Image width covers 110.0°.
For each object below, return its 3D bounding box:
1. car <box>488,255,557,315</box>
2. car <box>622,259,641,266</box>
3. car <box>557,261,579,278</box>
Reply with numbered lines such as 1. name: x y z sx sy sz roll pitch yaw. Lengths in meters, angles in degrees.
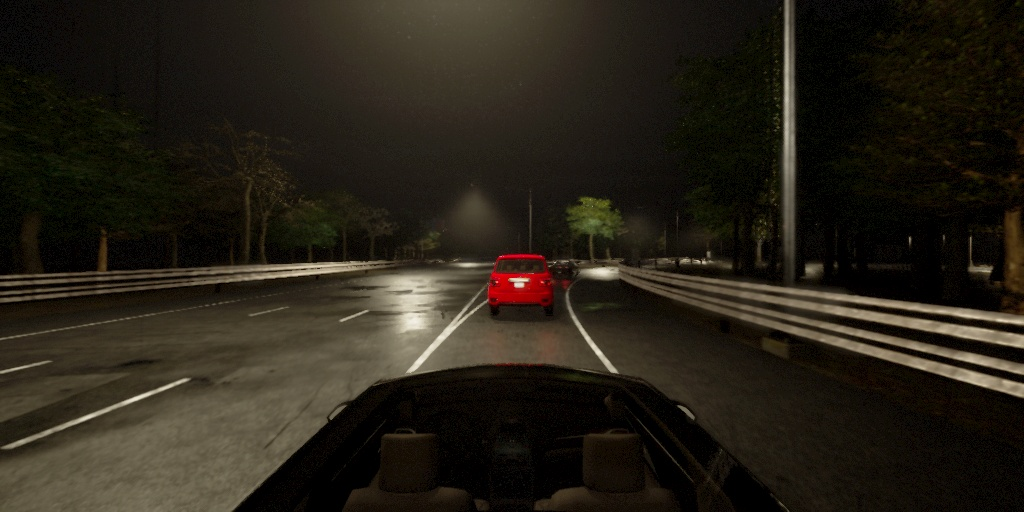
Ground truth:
1. car: 0.498 0.984 13.675 2.150 2.045 5.566 0 0 6
2. car: 19.782 1.186 59.461 1.837 1.490 4.892 -1 -1 40
3. car: 5.002 1.223 33.504 2.128 1.511 4.902 0 0 20
